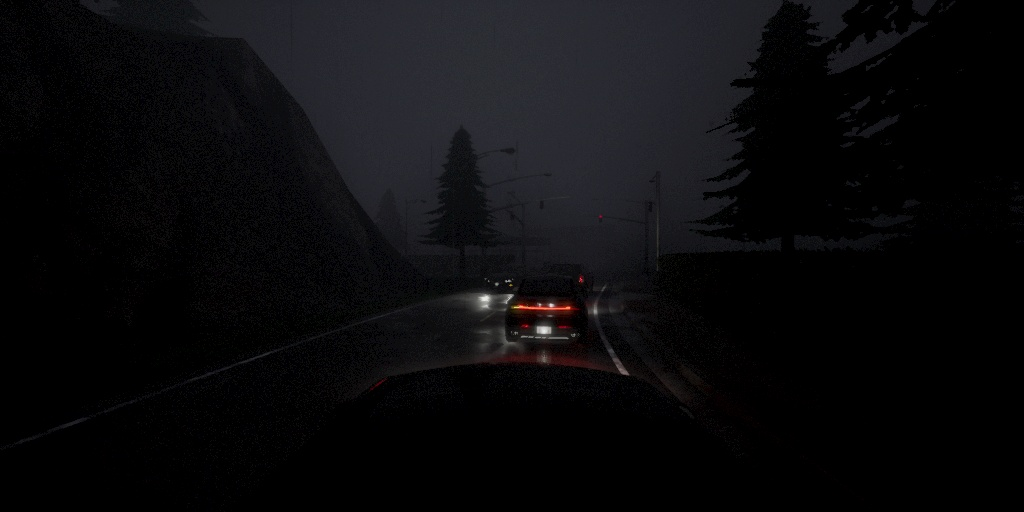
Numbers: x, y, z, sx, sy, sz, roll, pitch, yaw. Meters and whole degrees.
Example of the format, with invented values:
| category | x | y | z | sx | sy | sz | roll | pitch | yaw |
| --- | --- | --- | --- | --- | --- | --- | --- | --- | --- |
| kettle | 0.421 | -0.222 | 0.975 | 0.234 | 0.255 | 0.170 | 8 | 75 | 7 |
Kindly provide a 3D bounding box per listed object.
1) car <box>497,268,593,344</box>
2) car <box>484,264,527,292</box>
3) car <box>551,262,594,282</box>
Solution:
| category | x | y | z | sx | sy | sz | roll | pitch | yaw |
| --- | --- | --- | --- | --- | --- | --- | --- | --- | --- |
| car | 1.018 | 1.255 | 9.661 | 1.837 | 1.490 | 4.892 | 0 | 0 | 9 |
| car | -0.116 | 1.256 | 21.227 | 1.837 | 1.490 | 4.892 | 0 | 0 | 17 |
| car | 3.017 | 1.102 | 18.583 | 2.097 | 1.767 | 4.553 | 0 | 0 | 17 |
